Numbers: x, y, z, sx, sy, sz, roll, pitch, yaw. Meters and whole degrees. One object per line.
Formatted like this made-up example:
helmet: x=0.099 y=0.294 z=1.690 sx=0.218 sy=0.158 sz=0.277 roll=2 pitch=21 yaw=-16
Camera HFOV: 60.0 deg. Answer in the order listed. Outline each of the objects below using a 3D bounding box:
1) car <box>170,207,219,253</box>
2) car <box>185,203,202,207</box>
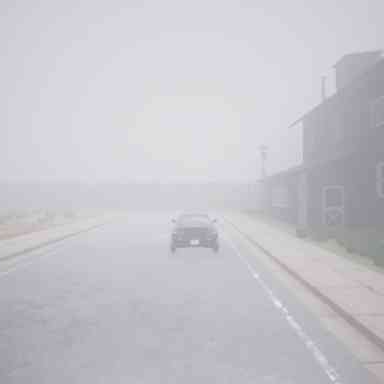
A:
car: x=0.098 y=1.573 z=13.858 sx=1.812 sy=1.442 sz=4.674 roll=0 pitch=0 yaw=0
car: x=0.099 y=1.649 z=29.433 sx=2.033 sy=1.411 sz=5.357 roll=0 pitch=0 yaw=0
